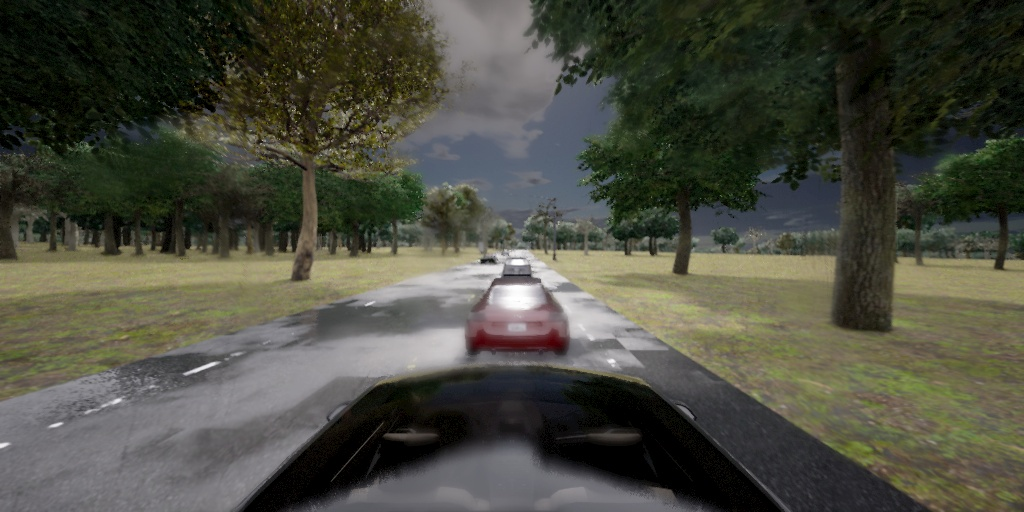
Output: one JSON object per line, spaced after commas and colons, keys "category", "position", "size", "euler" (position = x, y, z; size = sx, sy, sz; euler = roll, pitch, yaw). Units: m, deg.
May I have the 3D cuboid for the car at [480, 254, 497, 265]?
{"category": "car", "position": [-2.755, 0.391, 43.119], "size": [1.895, 1.301, 4.718], "euler": [0, 1, 2]}

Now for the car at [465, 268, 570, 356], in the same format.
{"category": "car", "position": [0.117, 1.159, 8.216], "size": [1.994, 1.385, 4.181], "euler": [0, 1, 1]}

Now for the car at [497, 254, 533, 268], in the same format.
{"category": "car", "position": [0.350, 0.790, 23.329], "size": [2.033, 1.411, 5.357], "euler": [0, 1, 2]}
